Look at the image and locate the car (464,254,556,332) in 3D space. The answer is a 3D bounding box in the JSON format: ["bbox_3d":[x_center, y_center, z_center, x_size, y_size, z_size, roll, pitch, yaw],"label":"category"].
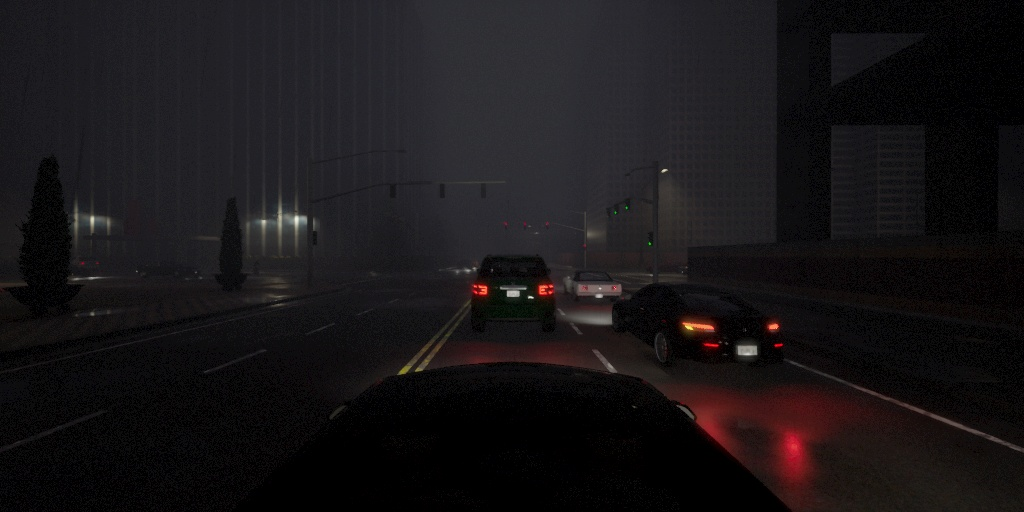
[{"bbox_3d":[0.057,0.971,11.013,2.150,2.045,5.566,0,0,1],"label":"car"}]

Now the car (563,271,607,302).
[{"bbox_3d":[3.593,1.351,16.932,1.895,1.301,4.718,0,0,0],"label":"car"}]

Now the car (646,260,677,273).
[{"bbox_3d":[17.808,1.227,40.681,5.008,1.535,1.882,0,0,0],"label":"car"}]

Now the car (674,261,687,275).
[{"bbox_3d":[19.877,1.351,37.168,4.718,1.301,1.895,0,0,1],"label":"car"}]

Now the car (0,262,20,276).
[{"bbox_3d":[-50.679,1.314,36.566,4.181,1.385,1.994,0,0,3],"label":"car"}]

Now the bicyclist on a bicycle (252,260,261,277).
[{"bbox_3d":[-24.645,1.203,34.554,0.582,1.620,1.656,0,0,-13],"label":"bicyclist on a bicycle"}]

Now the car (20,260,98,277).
[{"bbox_3d":[-41.554,1.314,32.987,4.181,1.385,1.994,0,0,0],"label":"car"}]

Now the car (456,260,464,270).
[{"bbox_3d":[-7.059,1.275,53.730,1.812,1.442,4.674,0,0,0],"label":"car"}]

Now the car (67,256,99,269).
[{"bbox_3d":[-49.786,0.971,40.115,5.566,2.045,2.150,0,0,0],"label":"car"}]

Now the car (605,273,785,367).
[{"bbox_3d":[3.589,1.276,7.770,1.812,1.442,4.674,0,0,0],"label":"car"}]

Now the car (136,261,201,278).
[{"bbox_3d":[-31.586,1.241,33.034,4.902,1.511,2.128,0,0,0],"label":"car"}]

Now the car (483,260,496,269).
[{"bbox_3d":[-3.549,1.351,57.510,1.895,1.301,4.718,0,0,0],"label":"car"}]

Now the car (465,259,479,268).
[{"bbox_3d":[-7.025,1.227,63.065,1.882,1.535,5.008,0,0,0],"label":"car"}]
